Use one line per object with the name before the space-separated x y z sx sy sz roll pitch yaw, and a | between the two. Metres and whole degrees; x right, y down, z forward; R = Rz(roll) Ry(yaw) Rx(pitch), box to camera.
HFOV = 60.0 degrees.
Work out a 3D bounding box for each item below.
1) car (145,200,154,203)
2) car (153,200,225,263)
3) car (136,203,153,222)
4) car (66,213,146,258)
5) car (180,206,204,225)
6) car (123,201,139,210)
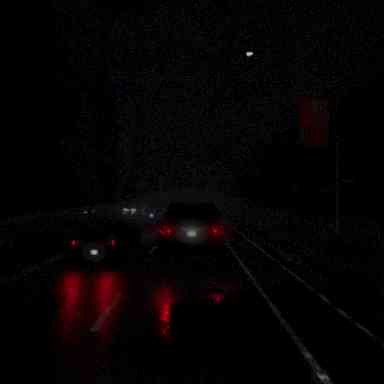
car | -6.584 2.033 54.834 1.882 1.535 5.008 0 0 0
car | 0.008 1.351 12.592 2.150 2.045 5.566 0 0 0
car | -3.229 1.886 28.642 1.994 1.385 4.181 0 -1 0
car | -3.236 1.736 13.270 1.895 1.301 4.718 0 -1 0
car | 0.014 1.919 28.274 1.895 1.301 4.718 0 -1 0
car | -9.837 2.098 54.042 2.033 1.411 5.357 0 0 0
